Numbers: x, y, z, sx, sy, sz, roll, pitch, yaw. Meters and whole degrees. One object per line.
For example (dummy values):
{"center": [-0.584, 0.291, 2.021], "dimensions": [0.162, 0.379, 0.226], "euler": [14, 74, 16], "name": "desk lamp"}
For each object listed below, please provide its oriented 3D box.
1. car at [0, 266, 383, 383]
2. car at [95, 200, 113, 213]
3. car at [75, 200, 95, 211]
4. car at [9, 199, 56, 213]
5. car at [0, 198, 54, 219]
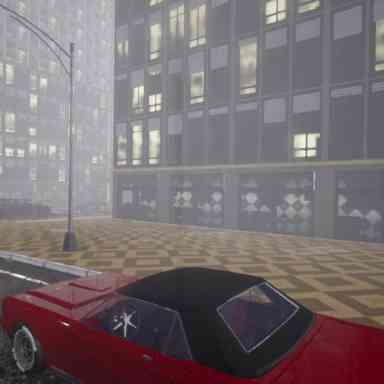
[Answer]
{"center": [-0.285, 1.600, 3.895], "dimensions": [4.718, 1.301, 1.895], "euler": [0, 0, 36], "name": "car"}
{"center": [-8.844, 1.826, 39.922], "dimensions": [1.752, 1.417, 4.829], "euler": [1, 0, 37], "name": "car"}
{"center": [-13.230, 1.774, 43.708], "dimensions": [1.994, 1.385, 4.181], "euler": [1, 0, 37], "name": "car"}
{"center": [-19.139, 1.638, 40.118], "dimensions": [1.752, 1.417, 4.829], "euler": [1, 0, 37], "name": "car"}
{"center": [-15.671, 1.515, 30.732], "dimensions": [2.192, 1.841, 5.009], "euler": [1, 0, 37], "name": "car"}
